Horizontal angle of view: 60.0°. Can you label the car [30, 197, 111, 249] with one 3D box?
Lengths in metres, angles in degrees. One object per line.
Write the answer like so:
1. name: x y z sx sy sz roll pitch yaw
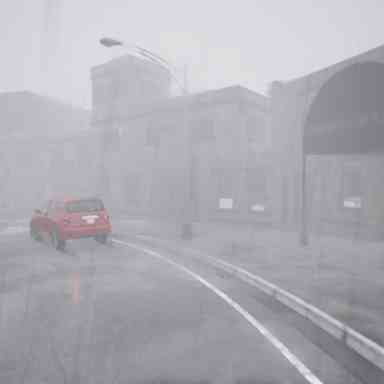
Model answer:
1. car: -5.732 1.293 15.361 2.150 2.045 5.566 -2 1 -39
